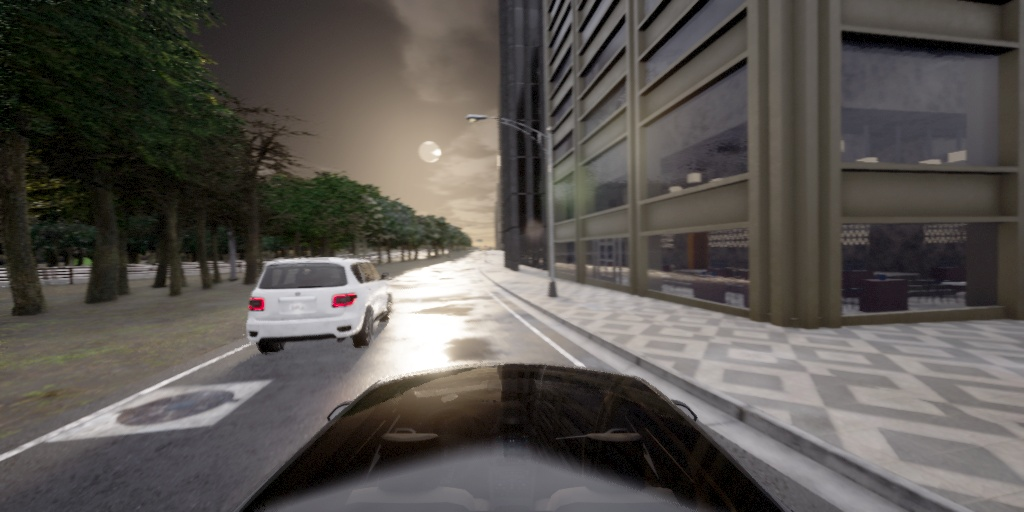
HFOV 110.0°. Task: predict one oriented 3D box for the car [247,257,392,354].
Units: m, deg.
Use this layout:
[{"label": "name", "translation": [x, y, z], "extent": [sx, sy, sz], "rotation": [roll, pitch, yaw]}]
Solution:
[{"label": "car", "translation": [-4.608, 1.069, 9.479], "extent": [2.150, 2.045, 5.566], "rotation": [-1, 0, -11]}]
